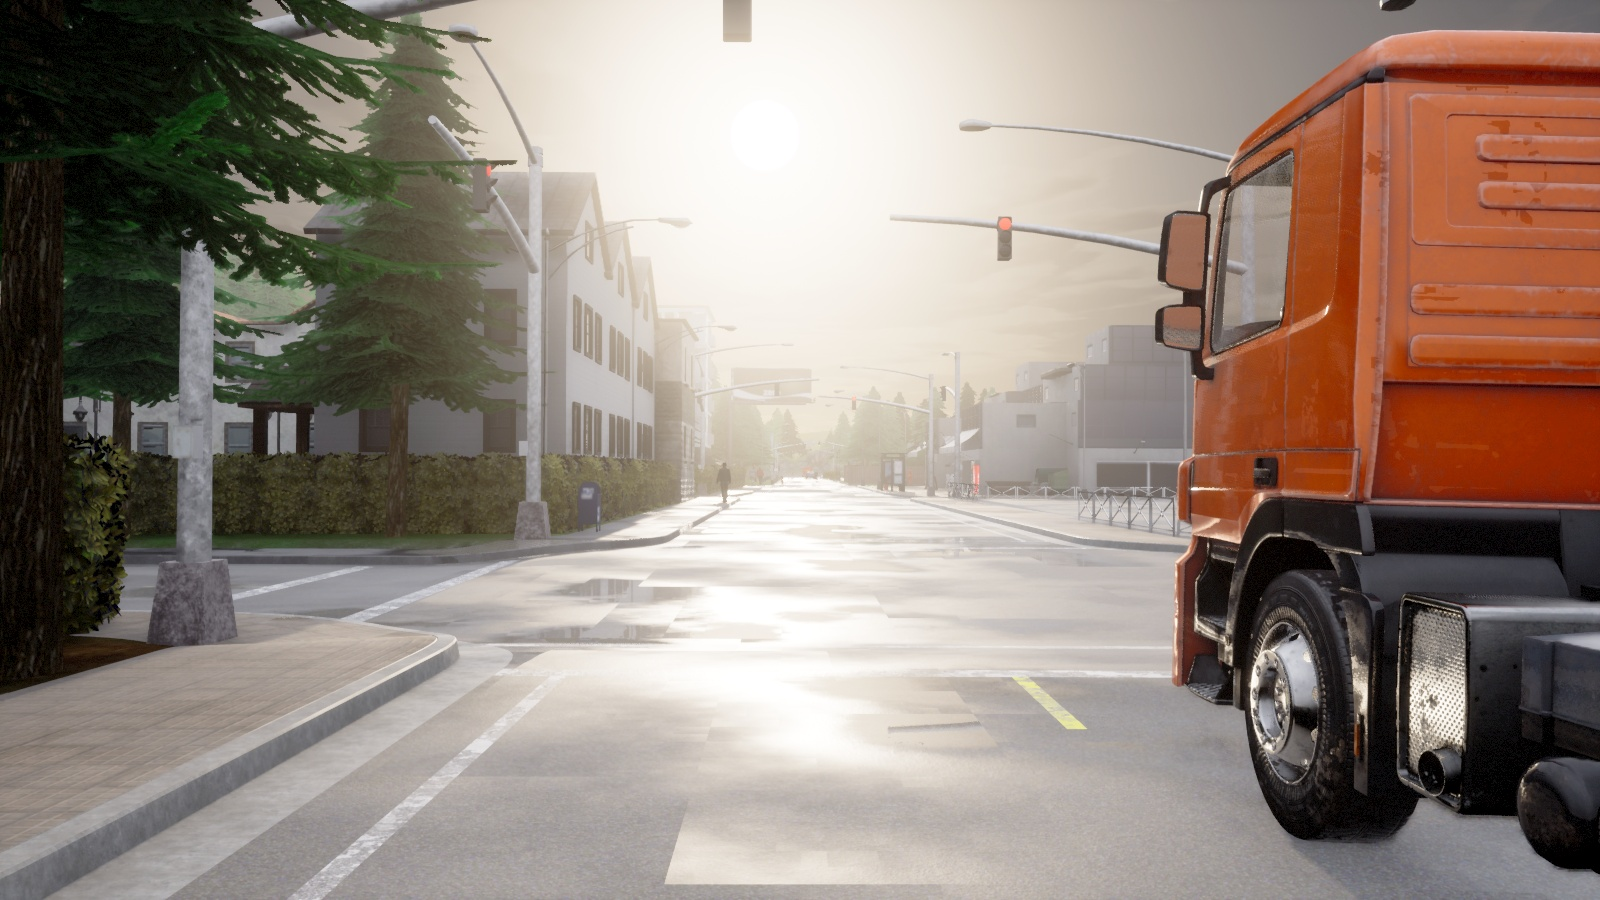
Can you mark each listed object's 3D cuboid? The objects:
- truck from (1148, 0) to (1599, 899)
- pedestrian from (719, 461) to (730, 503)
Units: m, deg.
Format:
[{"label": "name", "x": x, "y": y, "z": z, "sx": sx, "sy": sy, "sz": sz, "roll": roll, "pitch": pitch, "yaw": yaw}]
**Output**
[{"label": "truck", "x": 3.468, "y": -0.063, "z": 3.129, "sx": 2.891, "sy": 3.462, "sz": 7.936, "roll": 1, "pitch": 0, "yaw": 0}, {"label": "pedestrian", "x": -3.308, "y": 1.408, "z": 55.113, "sx": 0.431, "sy": 1.840, "sz": 0.703, "roll": 0, "pitch": -1, "yaw": 0}]
